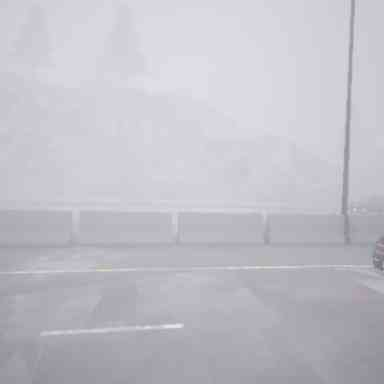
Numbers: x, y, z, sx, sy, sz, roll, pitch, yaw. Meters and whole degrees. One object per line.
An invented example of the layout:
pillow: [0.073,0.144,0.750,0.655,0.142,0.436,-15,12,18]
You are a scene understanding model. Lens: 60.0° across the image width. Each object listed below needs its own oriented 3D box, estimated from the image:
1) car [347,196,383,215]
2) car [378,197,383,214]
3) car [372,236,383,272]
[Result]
car: [16.400,1.156,30.251,4.553,1.767,2.097,2,1,-3]
car: [18.227,1.440,26.866,4.892,1.490,1.837,2,1,-3]
car: [6.894,1.521,7.994,4.892,1.490,1.837,1,1,-8]
